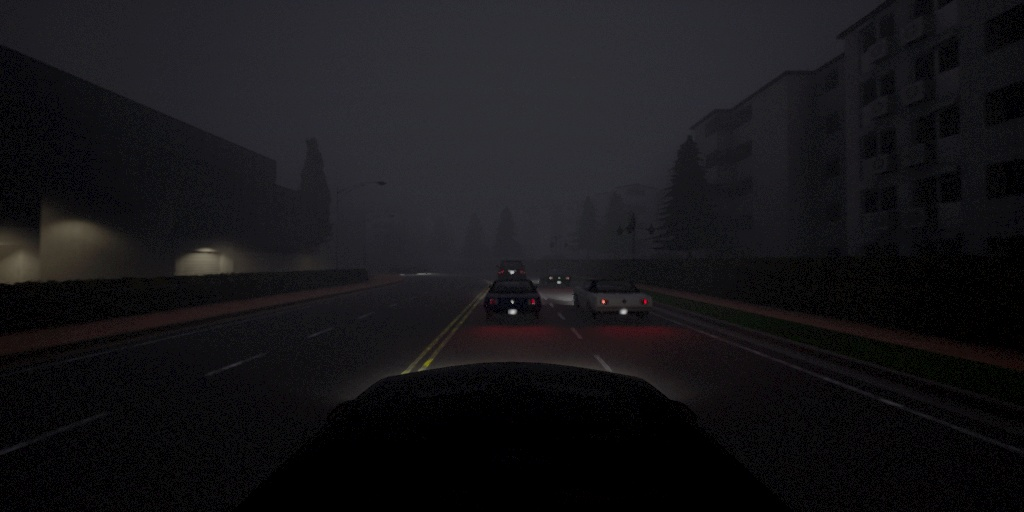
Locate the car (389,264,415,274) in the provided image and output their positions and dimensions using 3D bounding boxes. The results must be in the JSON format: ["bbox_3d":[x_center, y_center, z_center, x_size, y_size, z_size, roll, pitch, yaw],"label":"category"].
[{"bbox_3d":[-16.384,1.919,52.444,1.812,1.442,4.674,1,-1,-41],"label":"car"}]

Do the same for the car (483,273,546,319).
[{"bbox_3d":[0.040,1.501,13.532,1.895,1.301,4.718,0,-1,0],"label":"car"}]

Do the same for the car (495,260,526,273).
[{"bbox_3d":[-0.113,1.308,28.109,2.150,2.045,5.566,0,0,-3],"label":"car"}]

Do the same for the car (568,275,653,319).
[{"bbox_3d":[3.540,1.501,13.532,1.895,1.301,4.718,0,-1,0],"label":"car"}]

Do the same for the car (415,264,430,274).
[{"bbox_3d":[-14.307,1.995,55.393,1.994,1.385,4.181,1,-1,-41],"label":"car"}]

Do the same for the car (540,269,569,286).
[{"bbox_3d":[3.347,1.691,28.522,1.895,1.301,4.718,0,-1,-3],"label":"car"}]
